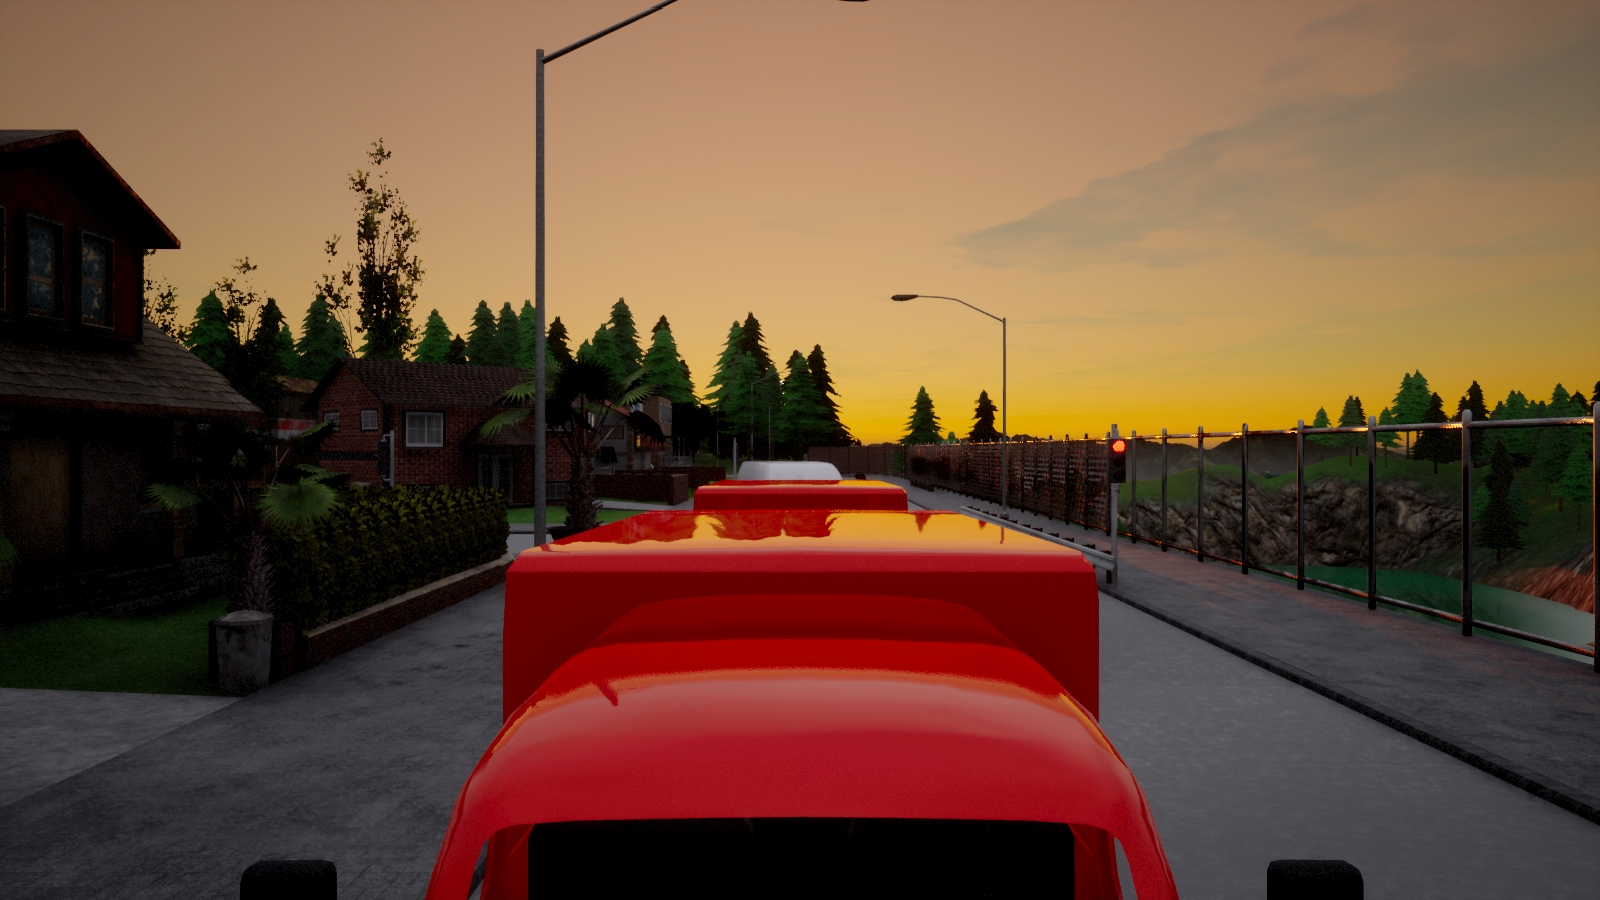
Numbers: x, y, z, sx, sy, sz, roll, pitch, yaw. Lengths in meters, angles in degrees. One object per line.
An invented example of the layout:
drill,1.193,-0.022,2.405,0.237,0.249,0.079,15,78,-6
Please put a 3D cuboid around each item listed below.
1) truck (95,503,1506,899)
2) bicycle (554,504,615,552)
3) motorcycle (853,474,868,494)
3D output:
truck,-0.001,1.570,4.728,2.627,2.467,5.204,0,0,0
bicycle,-6.027,2.170,32.019,1.487,1.276,0.859,0,0,8
motorcycle,3.975,2.233,75.194,0.867,1.251,2.209,0,0,0
